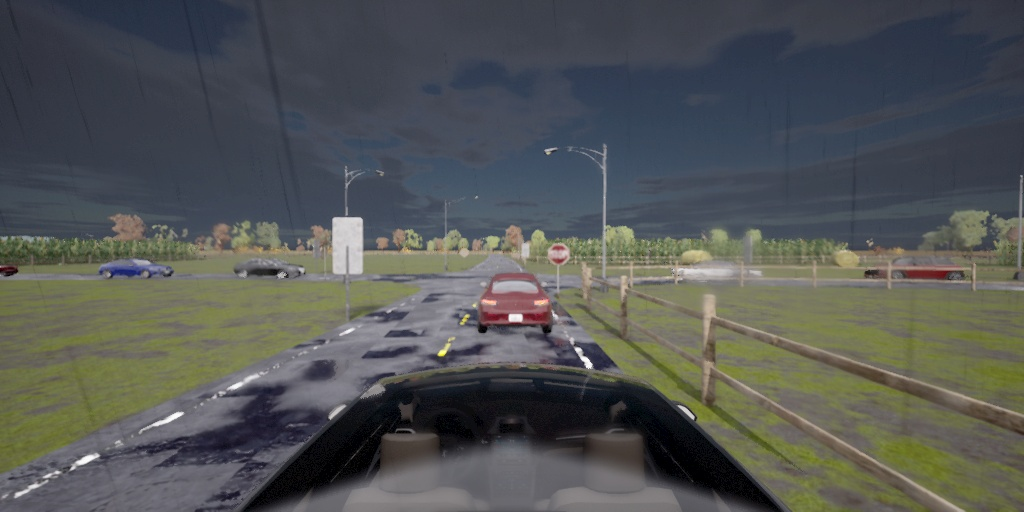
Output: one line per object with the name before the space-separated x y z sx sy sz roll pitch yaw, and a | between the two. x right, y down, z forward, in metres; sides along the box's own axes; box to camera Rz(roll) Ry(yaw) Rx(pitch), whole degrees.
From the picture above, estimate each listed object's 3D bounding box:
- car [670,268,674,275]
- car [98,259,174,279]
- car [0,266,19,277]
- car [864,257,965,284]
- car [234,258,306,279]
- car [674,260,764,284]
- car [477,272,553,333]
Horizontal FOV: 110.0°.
car | 14.579 0.996 26.236 5.357 1.411 2.033 0 1 10
car | -28.494 0.948 27.229 4.674 1.442 1.812 0 1 1
car | -40.765 1.020 27.123 4.718 1.301 1.895 0 1 -2
car | 26.550 0.844 23.875 4.553 1.767 2.097 0 1 13
car | -18.090 0.923 26.893 4.902 1.511 2.128 0 1 3
car | 13.645 1.097 23.650 4.718 1.301 1.895 0 1 11
car | 0.057 1.171 10.175 1.812 1.442 4.674 0 1 -1
